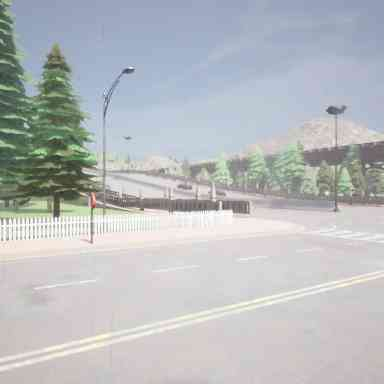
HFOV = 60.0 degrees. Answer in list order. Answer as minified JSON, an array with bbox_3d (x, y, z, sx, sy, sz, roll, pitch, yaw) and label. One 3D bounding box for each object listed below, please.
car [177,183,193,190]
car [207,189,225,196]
[{"bbox_3d":[-1.701,-1.376,78.265,2.128,1.511,4.902,0,7,-34],"label":"car"},{"bbox_3d":[5.013,0.102,68.320,1.812,1.442,4.674,0,6,-33],"label":"car"}]
